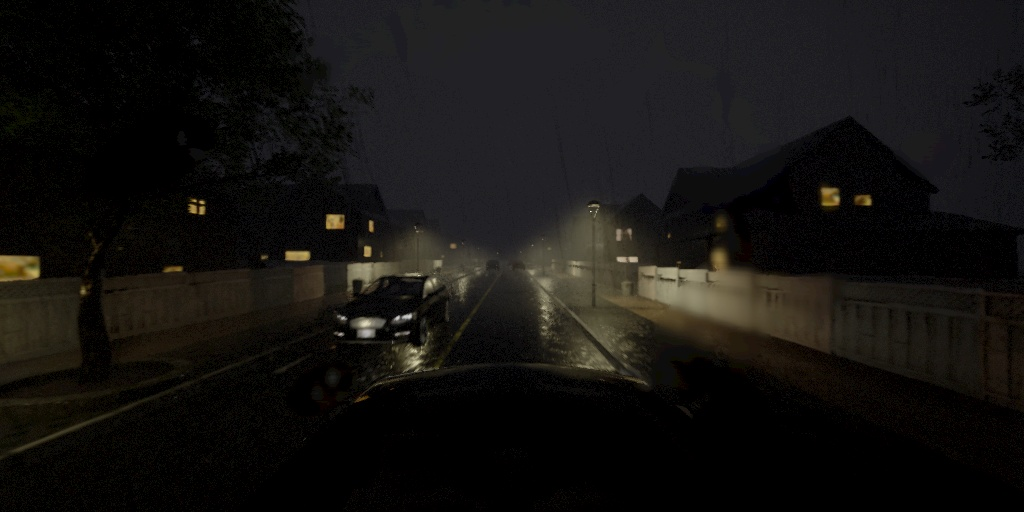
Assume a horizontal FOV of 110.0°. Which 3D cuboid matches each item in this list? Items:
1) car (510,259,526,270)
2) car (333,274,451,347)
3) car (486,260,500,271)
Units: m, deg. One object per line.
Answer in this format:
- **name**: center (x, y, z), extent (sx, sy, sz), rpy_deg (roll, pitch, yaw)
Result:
- **car**: center (0.986, 1.306, 53.081), extent (1.882, 1.535, 5.008), rpy_deg (0, 0, 0)
- **car**: center (-2.846, 1.247, 9.449), extent (2.128, 1.511, 4.902), rpy_deg (0, 0, 0)
- **car**: center (-2.788, 1.304, 52.531), extent (1.882, 1.535, 5.008), rpy_deg (0, 0, 0)
